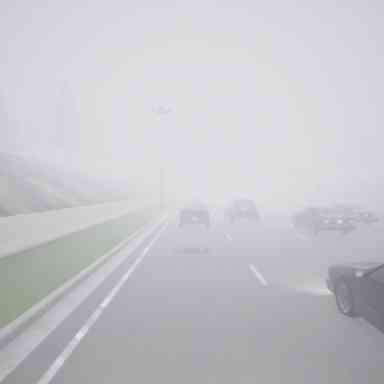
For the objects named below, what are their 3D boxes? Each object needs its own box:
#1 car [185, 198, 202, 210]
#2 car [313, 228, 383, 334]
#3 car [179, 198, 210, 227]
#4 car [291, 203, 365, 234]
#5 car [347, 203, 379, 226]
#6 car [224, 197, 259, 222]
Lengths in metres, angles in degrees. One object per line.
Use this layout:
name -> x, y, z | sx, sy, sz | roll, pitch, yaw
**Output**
car -> 0.224, 1.408, 40.873 | 1.994, 1.385, 4.181 | 0, 0, 0
car -> 3.615, 1.533, 4.326 | 2.033, 1.411, 5.357 | 0, 0, 0
car -> 0.156, 1.396, 22.053 | 1.882, 1.535, 5.008 | 0, 0, 0
car -> 7.148, 1.483, 18.593 | 2.033, 1.411, 5.357 | 0, 0, 0
car -> 10.660, 1.469, 22.912 | 2.033, 1.411, 5.357 | 0, 0, 0
car -> 3.668, 1.261, 25.116 | 2.097, 1.767, 4.553 | 0, 0, 0
